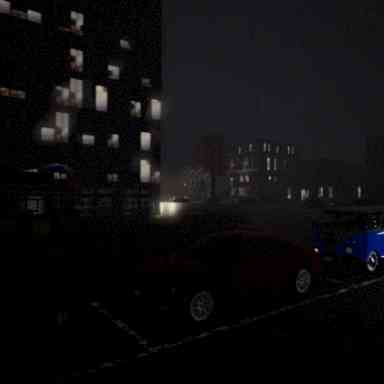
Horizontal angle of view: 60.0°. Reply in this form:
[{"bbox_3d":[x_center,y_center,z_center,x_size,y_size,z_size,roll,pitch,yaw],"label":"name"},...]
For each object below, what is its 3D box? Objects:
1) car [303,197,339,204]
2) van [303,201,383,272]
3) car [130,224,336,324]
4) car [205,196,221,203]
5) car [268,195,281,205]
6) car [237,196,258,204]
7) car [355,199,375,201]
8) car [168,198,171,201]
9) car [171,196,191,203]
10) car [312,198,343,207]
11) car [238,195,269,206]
[{"bbox_3d":[16.807,1.411,43.959,1.967,1.590,4.097,1,-1,-35],"label":"car"},{"bbox_3d":[5.478,1.323,10.411,3.998,1.788,1.690,0,1,-35],"label":"van"},{"bbox_3d":[0.880,1.537,7.134,4.507,1.381,1.887,0,1,-35],"label":"car"},{"bbox_3d":[4.833,1.676,76.183,1.967,1.590,4.097,1,-1,-35],"label":"car"},{"bbox_3d":[14.385,1.471,62.545,2.192,1.841,5.009,1,-1,-35],"label":"car"},{"bbox_3d":[11.196,1.622,67.088,1.967,1.590,4.097,1,-1,-35],"label":"car"},{"bbox_3d":[24.510,1.637,48.007,1.947,1.339,4.313,1,-1,-35],"label":"car"},{"bbox_3d":[-4.747,1.843,90.011,1.752,1.417,4.829,1,-1,-35],"label":"car"},{"bbox_3d":[-1.958,1.658,71.269,1.752,1.417,4.829,1,-1,-35],"label":"car"},{"bbox_3d":[21.389,1.679,52.512,1.802,1.307,4.206,1,-1,-35],"label":"car"},{"bbox_3d":[10.589,1.676,57.766,1.895,1.301,4.718,1,-1,-34],"label":"car"}]
